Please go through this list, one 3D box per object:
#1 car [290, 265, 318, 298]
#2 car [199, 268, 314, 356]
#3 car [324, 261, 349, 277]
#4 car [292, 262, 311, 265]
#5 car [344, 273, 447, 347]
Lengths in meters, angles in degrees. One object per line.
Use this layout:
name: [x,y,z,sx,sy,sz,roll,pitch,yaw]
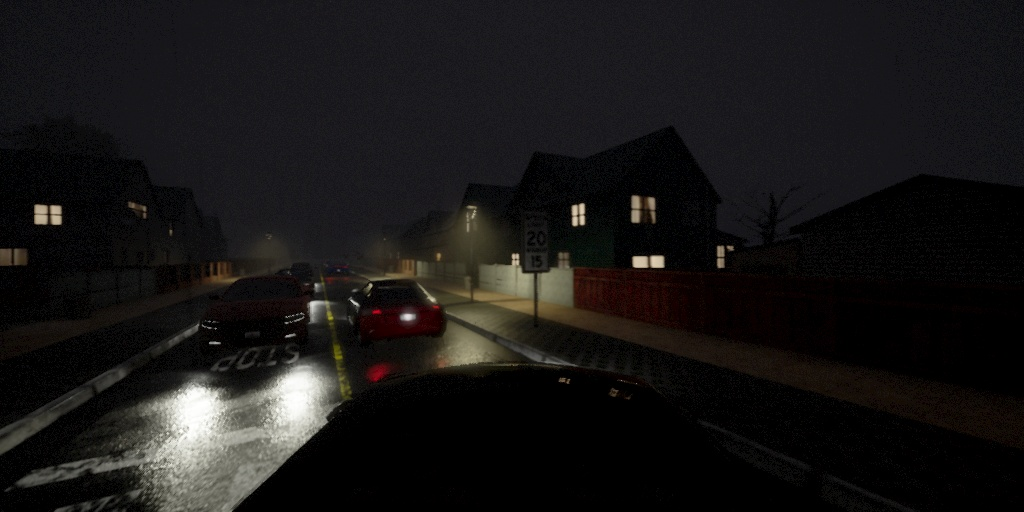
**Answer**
car: [-10.937,1.331,17.847,1.994,1.385,4.181,-1,0,-28]
car: [-6.210,1.246,9.123,1.882,1.535,5.008,-1,0,-28]
car: [-17.641,1.217,36.255,1.882,1.535,5.008,-1,0,-28]
car: [-16.642,1.272,28.363,1.837,1.490,4.892,-1,0,-29]
car: [-3.220,1.305,9.591,1.994,1.385,4.181,-1,0,-28]
